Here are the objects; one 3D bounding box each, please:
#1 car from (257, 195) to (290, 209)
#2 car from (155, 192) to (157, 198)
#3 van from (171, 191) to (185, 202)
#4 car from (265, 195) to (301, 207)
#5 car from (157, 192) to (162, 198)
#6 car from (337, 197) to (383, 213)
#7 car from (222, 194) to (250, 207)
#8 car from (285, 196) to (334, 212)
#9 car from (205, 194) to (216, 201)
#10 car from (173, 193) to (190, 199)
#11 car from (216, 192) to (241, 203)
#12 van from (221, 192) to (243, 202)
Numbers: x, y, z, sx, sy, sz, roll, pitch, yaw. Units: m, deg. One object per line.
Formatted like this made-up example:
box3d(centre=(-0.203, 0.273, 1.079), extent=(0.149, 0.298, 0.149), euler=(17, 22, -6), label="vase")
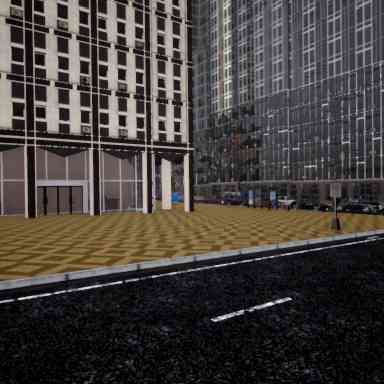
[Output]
box3d(centre=(9.719, 1.386, 41.308), extent=(1.802, 1.307, 4.206), euler=(-1, 1, -34), label="car")
box3d(centre=(-8.817, 0.683, 83.680), extent=(1.967, 1.590, 4.097), euler=(0, 1, -34), label="car")
box3d(centre=(-2.968, 0.935, 60.168), extent=(1.690, 1.788, 3.998), euler=(0, 1, -34), label="van")
box3d(centre=(12.844, 1.185, 47.194), extent=(1.837, 1.490, 4.892), euler=(-1, 1, -34), label="car")
box3d(centre=(-5.622, 0.612, 78.979), extent=(2.192, 1.841, 5.009), euler=(0, 1, -34), label="car")
box3d(centre=(17.302, 1.339, 34.941), extent=(2.128, 1.511, 4.902), euler=(-1, 1, -34), label="car")
box3d(centre=(6.572, 1.317, 46.041), extent=(1.947, 1.339, 4.313), euler=(-1, 1, -34), label="car")
box3d(centre=(12.900, 1.422, 36.595), extent=(1.947, 1.339, 4.313), euler=(-1, 1, -34), label="car")
box3d(centre=(3.963, 1.041, 64.880), extent=(1.802, 1.307, 4.206), euler=(-1, 1, -34), label="car")
box3d(centre=(-2.427, 0.933, 74.282), extent=(1.802, 1.307, 4.206), euler=(0, 1, -34), label="car")
box3d(centre=(6.299, 1.174, 51.140), extent=(1.837, 1.490, 4.892), euler=(-1, 1, -34), label="car")
box3d(centre=(7.158, 0.853, 60.177), extent=(1.690, 1.788, 3.998), euler=(-1, 1, -34), label="van")
